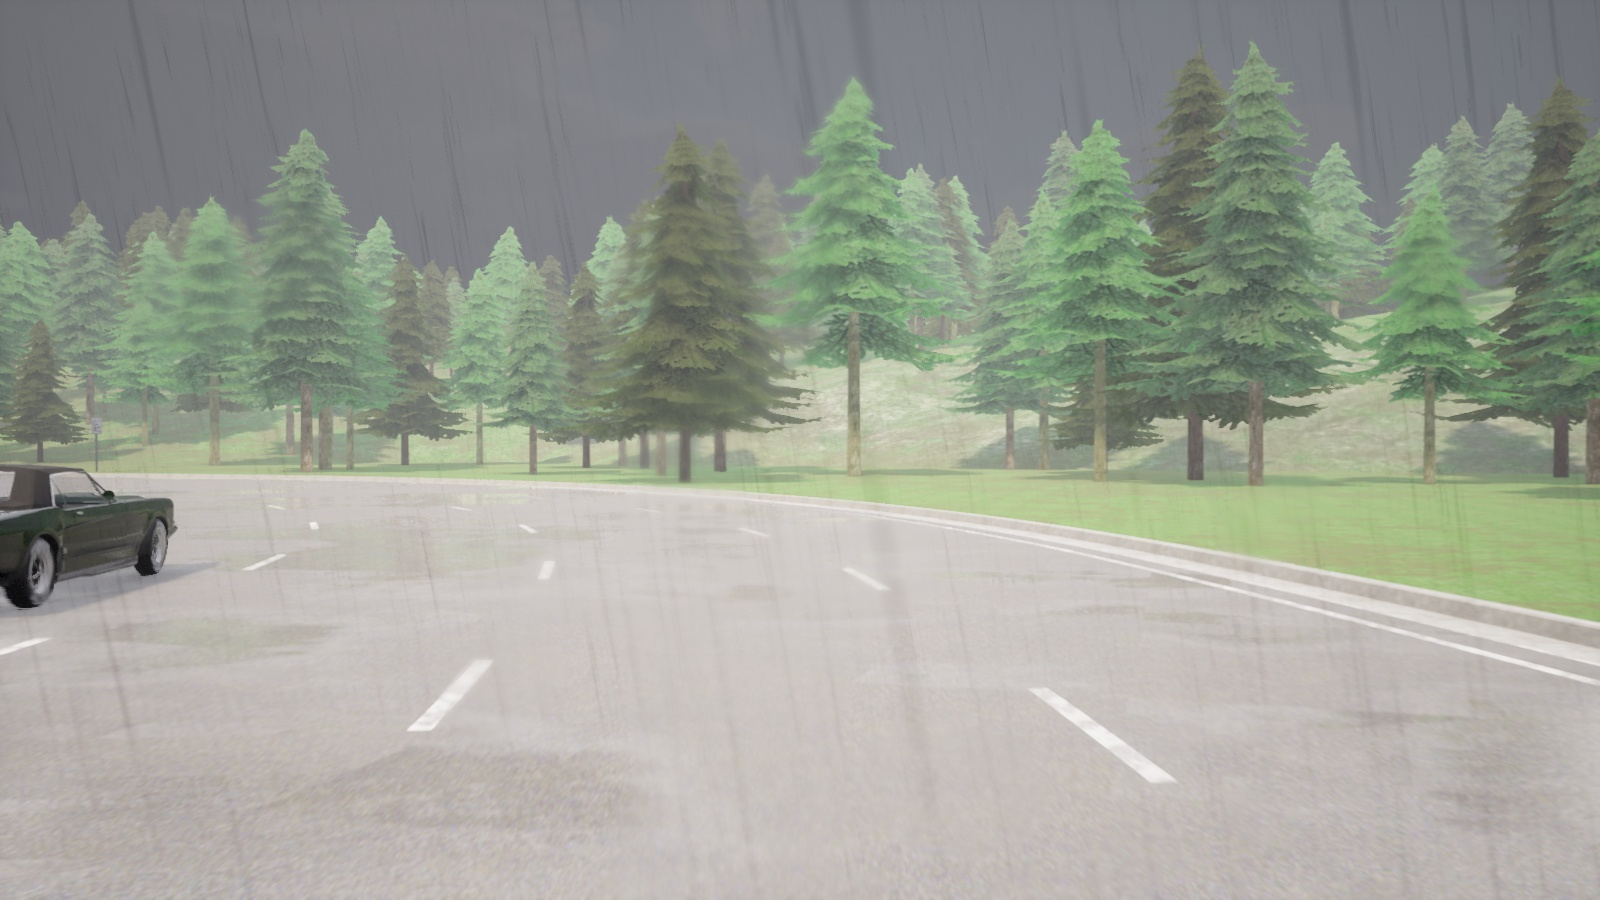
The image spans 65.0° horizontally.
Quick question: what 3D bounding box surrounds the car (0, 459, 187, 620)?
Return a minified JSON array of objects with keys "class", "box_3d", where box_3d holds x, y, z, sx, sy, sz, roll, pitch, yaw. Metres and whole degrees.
[{"class":"car","box_3d":[-7.977,0.770,12.621,1.895,1.301,4.718,0,0,-8]}]
